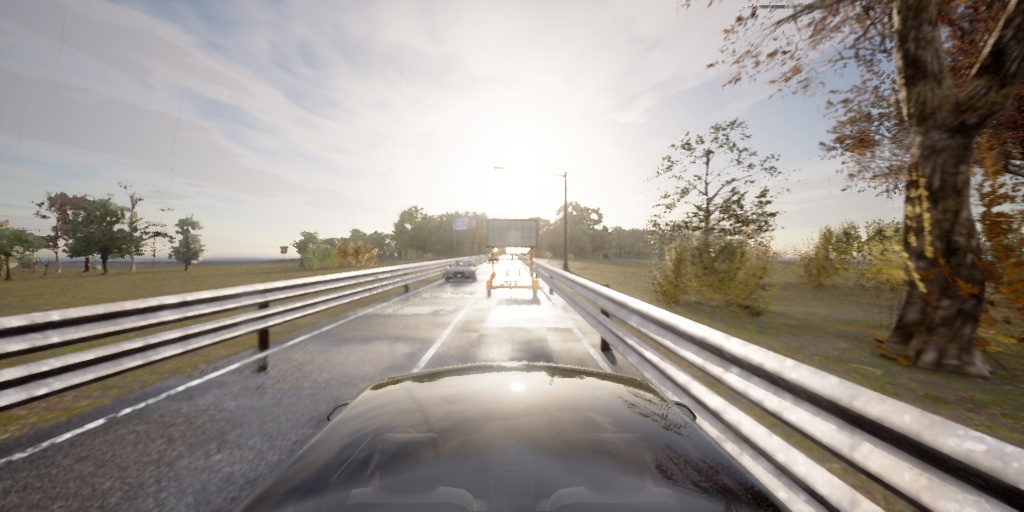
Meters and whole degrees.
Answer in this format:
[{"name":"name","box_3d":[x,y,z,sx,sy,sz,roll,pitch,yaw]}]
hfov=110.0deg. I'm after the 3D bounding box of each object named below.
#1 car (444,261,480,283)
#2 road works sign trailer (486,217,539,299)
[{"name":"car","box_3d":[-3.336,1.023,24.561,1.994,1.385,4.181,0,1,0]},{"name":"road works sign trailer","box_3d":[0.014,0.025,16.605,2.380,3.560,2.880,0,0,0]}]
